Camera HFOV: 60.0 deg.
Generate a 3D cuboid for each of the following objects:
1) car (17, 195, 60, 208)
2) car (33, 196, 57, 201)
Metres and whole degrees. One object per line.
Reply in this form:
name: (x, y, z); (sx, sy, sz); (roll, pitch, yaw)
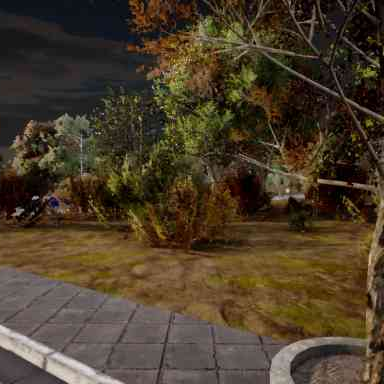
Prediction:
car: (-20.160, 1.219, 43.888); (1.882, 1.535, 5.008); (0, 0, 32)
car: (-17.642, 1.244, 41.315); (1.882, 1.535, 5.008); (0, 0, 32)
